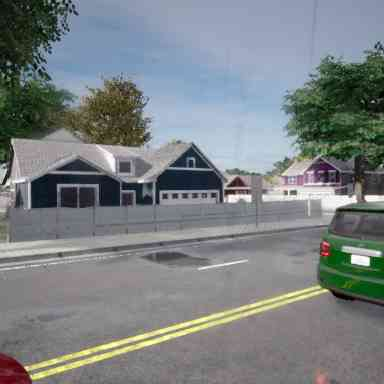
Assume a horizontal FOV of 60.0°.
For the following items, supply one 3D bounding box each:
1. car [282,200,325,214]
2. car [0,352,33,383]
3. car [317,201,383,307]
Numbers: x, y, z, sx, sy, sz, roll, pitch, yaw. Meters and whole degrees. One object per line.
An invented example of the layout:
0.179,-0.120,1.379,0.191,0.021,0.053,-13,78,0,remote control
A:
12.326,1.577,36.929,1.994,1.385,4.181,-1,0,-33,car
-3.244,1.476,1.129,5.008,1.535,1.882,0,0,-35,car
4.984,1.211,7.036,5.566,2.045,2.150,0,0,-35,car
